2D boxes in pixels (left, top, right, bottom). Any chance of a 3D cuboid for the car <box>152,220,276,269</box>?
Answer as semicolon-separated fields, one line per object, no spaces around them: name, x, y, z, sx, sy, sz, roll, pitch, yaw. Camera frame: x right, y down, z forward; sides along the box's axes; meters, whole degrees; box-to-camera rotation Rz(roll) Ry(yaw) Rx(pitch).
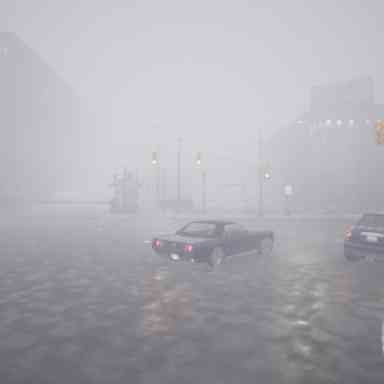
car;0.994;1.613;11.394;1.895;1.301;4.718;0;0;42

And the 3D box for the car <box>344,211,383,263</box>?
car;7.086;1.392;10.815;4.553;1.767;2.097;0;0;-31
